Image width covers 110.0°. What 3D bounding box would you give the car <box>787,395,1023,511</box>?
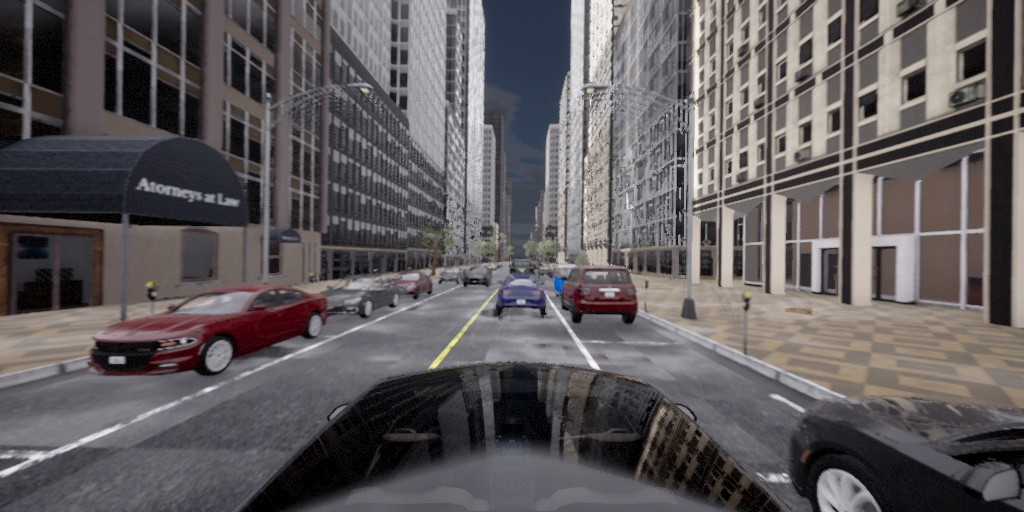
[{"bbox_3d":[3.048,1.288,0.828,1.837,1.490,4.892,1,-1,2],"label":"car"}]

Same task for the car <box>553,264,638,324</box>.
[{"bbox_3d":[2.911,1.242,12.848,2.192,1.841,5.009,0,0,2],"label":"car"}]

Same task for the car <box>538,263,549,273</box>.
[{"bbox_3d":[3.690,1.832,41.253,2.007,1.370,4.403,0,0,2],"label":"car"}]

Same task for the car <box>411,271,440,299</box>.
[{"bbox_3d":[-5.310,1.461,18.760,1.802,1.307,4.207,0,0,2],"label":"car"}]

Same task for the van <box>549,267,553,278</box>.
[{"bbox_3d":[3.067,1.339,18.529,1.690,1.789,3.998,0,0,2],"label":"van"}]

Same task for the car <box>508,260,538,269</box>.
[{"bbox_3d":[0.855,1.347,31.750,2.150,2.045,5.566,1,-1,2],"label":"car"}]

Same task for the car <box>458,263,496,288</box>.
[{"bbox_3d":[-2.473,1.523,26.839,1.837,1.490,4.892,1,-1,2],"label":"car"}]

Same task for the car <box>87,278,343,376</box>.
[{"bbox_3d":[-5.621,1.282,7.398,1.888,1.381,4.507,0,0,2],"label":"car"}]

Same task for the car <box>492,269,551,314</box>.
[{"bbox_3d":[0.380,1.437,14.592,1.812,1.442,4.674,1,-1,2],"label":"car"}]

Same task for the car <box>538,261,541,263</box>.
[{"bbox_3d":[4.313,1.879,63.978,2.192,1.841,5.009,0,0,2],"label":"car"}]

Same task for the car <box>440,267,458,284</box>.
[{"bbox_3d":[-4.998,1.571,30.122,2.007,1.370,4.403,0,0,2],"label":"car"}]

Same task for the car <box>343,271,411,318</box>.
[{"bbox_3d":[-5.466,1.358,13.079,2.007,1.370,4.403,0,0,2],"label":"car"}]
